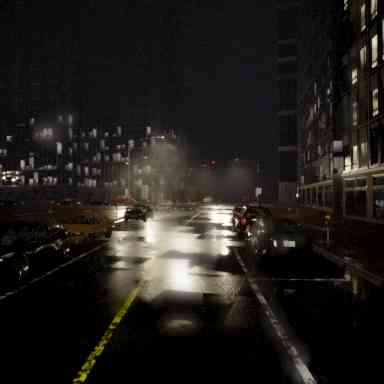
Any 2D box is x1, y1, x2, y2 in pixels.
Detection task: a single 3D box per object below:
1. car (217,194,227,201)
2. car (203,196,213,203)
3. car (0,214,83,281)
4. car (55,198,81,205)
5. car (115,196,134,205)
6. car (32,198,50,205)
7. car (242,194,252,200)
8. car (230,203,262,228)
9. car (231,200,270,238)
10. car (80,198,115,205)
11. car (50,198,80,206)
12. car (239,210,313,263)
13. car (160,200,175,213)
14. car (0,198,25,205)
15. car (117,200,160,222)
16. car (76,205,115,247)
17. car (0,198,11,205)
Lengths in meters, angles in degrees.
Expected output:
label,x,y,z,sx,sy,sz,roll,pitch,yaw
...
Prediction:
label,x,y,z,sx,sy,sz,roll,pitch,yaw
car,8.124,1.529,89.912,2.192,1.841,5.009,1,0,16
car,3.567,1.674,73.822,1.752,1.417,4.829,1,0,14
car,-5.121,1.574,9.985,1.947,1.339,4.313,1,0,2
car,-23.971,1.882,64.423,4.403,1.369,2.008,0,-1,15
car,-13.181,1.574,61.468,5.009,1.841,2.192,0,-1,15
car,-29.530,1.893,65.947,4.829,1.417,1.752,0,-1,15
car,12.567,1.439,76.065,2.192,1.841,5.009,1,0,15
car,3.655,1.556,23.227,1.887,1.381,4.507,1,0,5
car,3.267,1.448,17.598,1.967,1.590,4.097,1,0,4
car,-15.257,1.674,53.864,4.313,1.339,1.947,0,-1,15
car,-20.650,1.695,55.342,4.403,1.369,2.008,0,-1,15
car,2.976,1.570,11.918,1.947,1.339,4.313,1,0,2
car,-3.000,1.594,37.165,2.008,1.369,4.403,1,0,7
car,-31.436,1.766,58.300,4.403,1.369,2.008,0,-1,15
car,-4.126,1.578,26.408,2.008,1.369,4.403,1,0,5
car,-4.892,1.540,15.308,1.752,1.417,4.829,1,0,3
car,-40.157,1.989,68.861,4.403,1.369,2.008,0,-1,15
